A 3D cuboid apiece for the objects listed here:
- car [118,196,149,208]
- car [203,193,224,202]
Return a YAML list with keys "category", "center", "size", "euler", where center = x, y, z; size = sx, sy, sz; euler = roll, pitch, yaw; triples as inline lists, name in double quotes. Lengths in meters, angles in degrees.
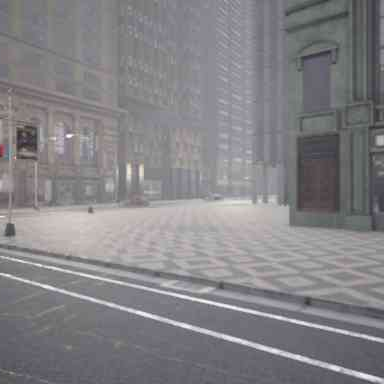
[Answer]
- category: "car"
  center: [-7.715, 1.289, 44.322]
  size: [1.812, 1.442, 4.674]
  euler: [0, 1, 36]
- category: "car"
  center: [3.922, 1.007, 60.438]
  size: [2.128, 1.511, 4.902]
  euler: [0, 1, 36]
